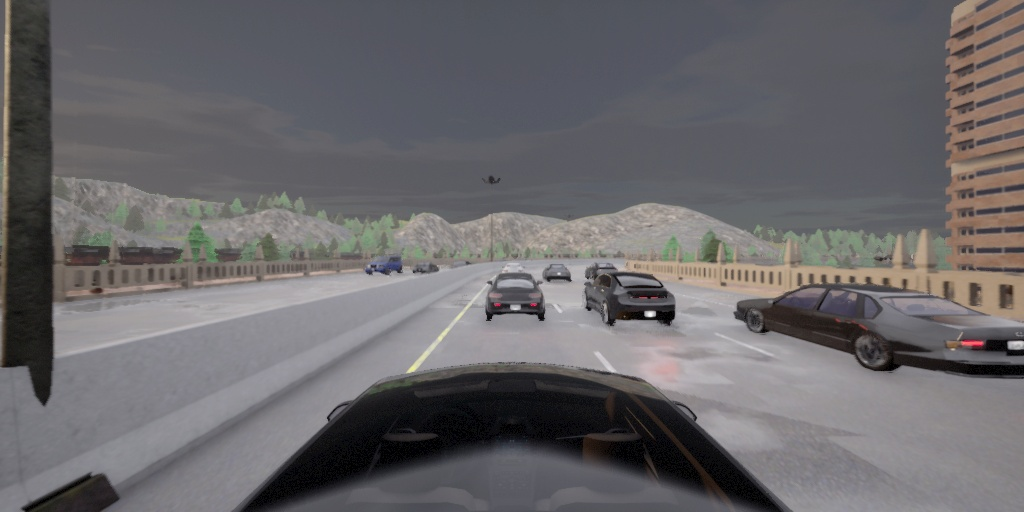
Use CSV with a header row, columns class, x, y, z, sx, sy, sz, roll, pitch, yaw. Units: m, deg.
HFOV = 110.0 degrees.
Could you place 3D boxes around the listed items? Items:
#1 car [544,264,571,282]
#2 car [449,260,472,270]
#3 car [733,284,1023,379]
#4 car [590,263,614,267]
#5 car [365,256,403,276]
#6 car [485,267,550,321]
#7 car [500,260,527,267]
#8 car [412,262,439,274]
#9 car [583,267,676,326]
class,x,y,z,sx,sy,sz,roll,pitch,yaw
car,3.668,1.337,29.622,1.994,1.385,4.181,0,0,1
car,-6.034,1.288,42.407,1.837,1.490,4.892,0,0,8
car,7.100,1.302,7.544,2.033,1.411,5.357,0,0,0
car,7.143,1.264,28.860,2.128,1.511,4.902,0,0,1
car,-13.534,1.001,38.332,2.150,2.045,5.566,0,0,6
car,0.100,1.285,12.429,1.812,1.442,4.674,0,0,0
car,0.168,1.299,30.147,1.812,1.442,4.674,0,0,1
car,-9.755,1.346,40.597,1.994,1.385,4.181,0,0,6
car,3.601,1.263,11.764,1.837,1.490,4.892,0,0,0
